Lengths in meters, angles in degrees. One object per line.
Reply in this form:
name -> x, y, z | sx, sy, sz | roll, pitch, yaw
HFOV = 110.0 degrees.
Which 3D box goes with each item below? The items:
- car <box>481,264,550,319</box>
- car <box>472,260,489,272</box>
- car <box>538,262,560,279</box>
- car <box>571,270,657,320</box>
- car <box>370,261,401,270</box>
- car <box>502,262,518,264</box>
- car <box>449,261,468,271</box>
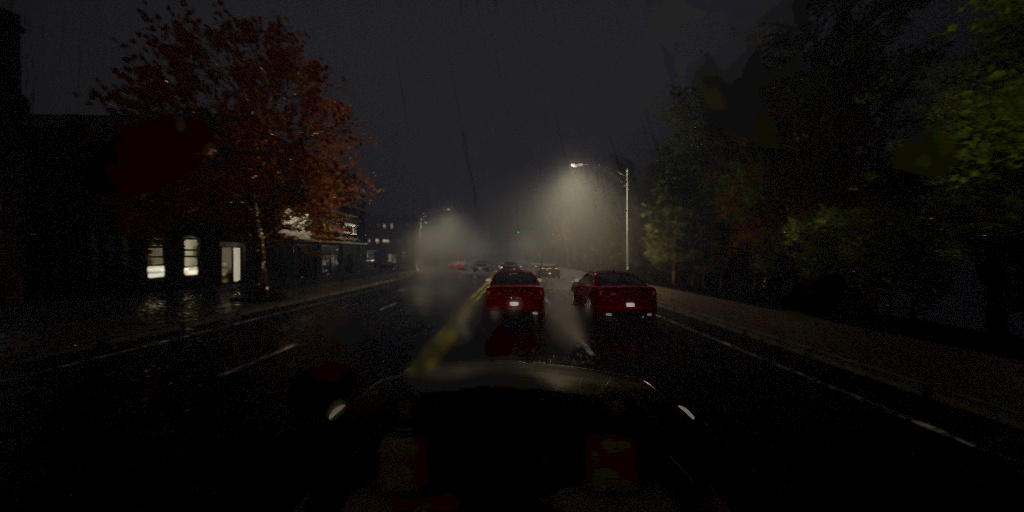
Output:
car -> 0.080, 1.226, 12.801 | 1.882, 1.535, 5.008 | 0, 0, 0
car -> -3.807, 1.272, 45.078 | 1.812, 1.442, 4.674 | 0, 0, -1
car -> 3.071, 1.237, 31.825 | 2.128, 1.511, 4.902 | 0, 0, -1
car -> 3.331, 1.226, 12.594 | 1.882, 1.535, 5.008 | 0, 0, 0
car -> -20.686, 1.566, 59.644 | 4.313, 1.339, 1.948 | 0, 0, -1
car -> -0.184, 1.251, 32.121 | 1.837, 1.490, 4.892 | 0, 0, -1
car -> -7.076, 1.348, 47.593 | 1.895, 1.301, 4.718 | 0, 0, 0
